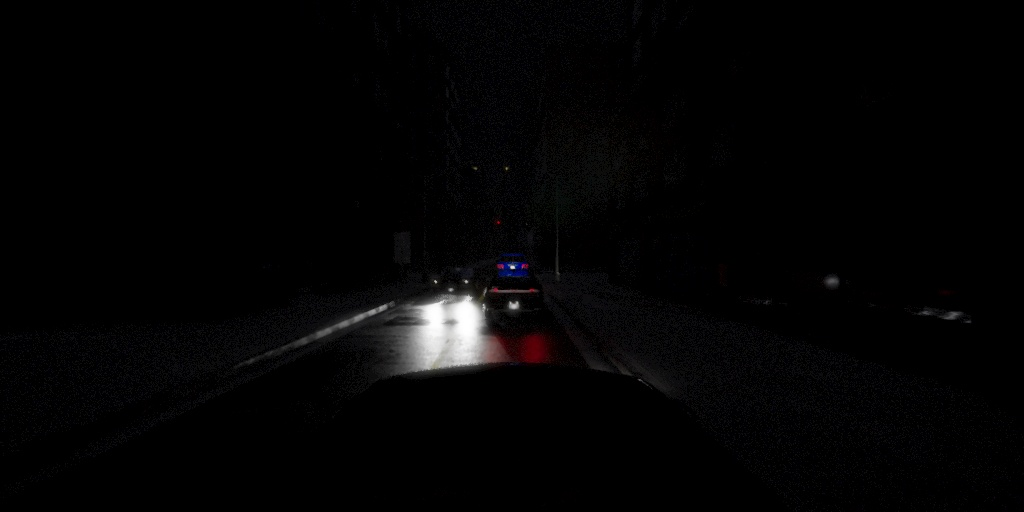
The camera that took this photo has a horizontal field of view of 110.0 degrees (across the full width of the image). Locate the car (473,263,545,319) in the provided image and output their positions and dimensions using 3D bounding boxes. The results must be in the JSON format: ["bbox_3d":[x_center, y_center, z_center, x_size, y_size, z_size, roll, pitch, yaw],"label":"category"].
[{"bbox_3d":[0.072,1.185,12.464,2.128,1.511,4.902,0,0,0],"label":"car"}]

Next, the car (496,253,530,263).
[{"bbox_3d":[0.057,0.843,25.216,2.150,2.045,5.566,0,0,0],"label":"car"}]

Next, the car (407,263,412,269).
[{"bbox_3d":[-14.753,1.065,44.836,4.313,1.339,1.948,0,0,0],"label":"car"}]

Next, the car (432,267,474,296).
[{"bbox_3d":[-2.835,1.260,18.848,1.895,1.301,4.718,0,0,0],"label":"car"}]
